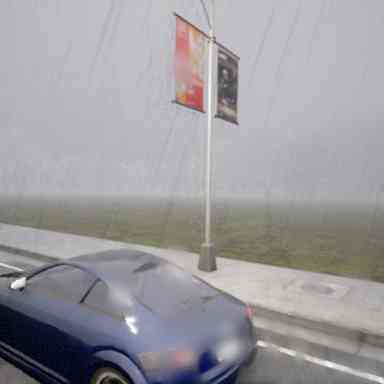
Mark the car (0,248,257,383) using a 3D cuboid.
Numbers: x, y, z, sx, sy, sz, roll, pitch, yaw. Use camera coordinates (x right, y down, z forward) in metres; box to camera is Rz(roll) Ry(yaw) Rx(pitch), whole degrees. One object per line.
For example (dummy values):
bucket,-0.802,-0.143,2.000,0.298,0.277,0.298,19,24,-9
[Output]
car,-1.268,1.489,4.471,4.181,1.385,1.994,1,1,36
